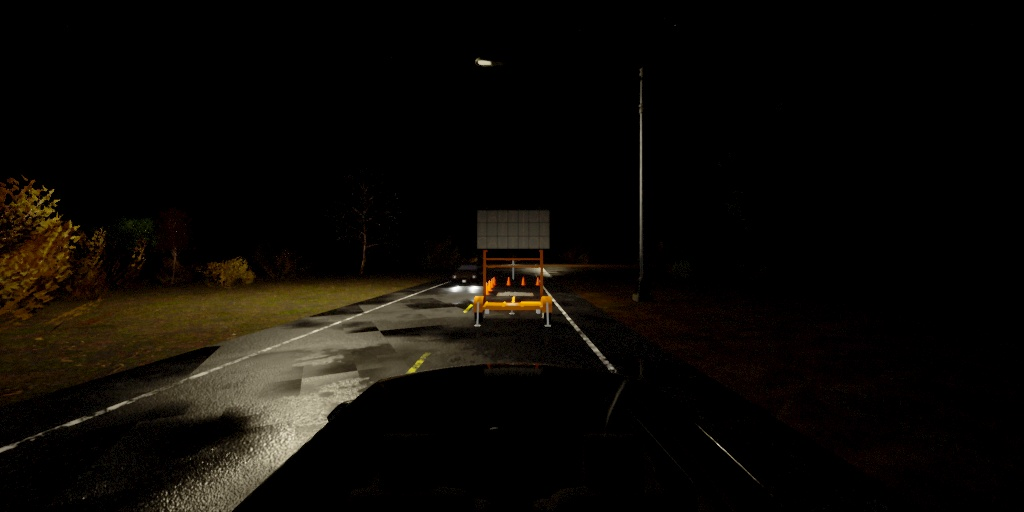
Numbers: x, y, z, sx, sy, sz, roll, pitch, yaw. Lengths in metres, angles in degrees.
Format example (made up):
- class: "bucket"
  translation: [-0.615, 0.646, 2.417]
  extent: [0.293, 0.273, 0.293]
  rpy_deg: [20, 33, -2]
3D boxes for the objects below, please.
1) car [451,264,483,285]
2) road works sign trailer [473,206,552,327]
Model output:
- class: "car"
  translation: [-3.116, 1.294, 26.497]
  extent: [2.033, 1.411, 5.357]
  rpy_deg: [0, 0, 2]
- class: "road works sign trailer"
  translation: [0.042, 0.213, 11.569]
  extent: [2.380, 3.560, 2.880]
  rpy_deg: [0, 0, 1]
